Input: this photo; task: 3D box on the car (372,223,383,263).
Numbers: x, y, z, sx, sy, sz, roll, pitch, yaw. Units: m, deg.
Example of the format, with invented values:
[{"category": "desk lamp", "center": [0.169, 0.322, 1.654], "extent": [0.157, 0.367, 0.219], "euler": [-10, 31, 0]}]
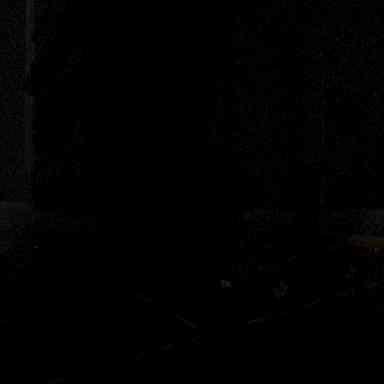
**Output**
[{"category": "car", "center": [6.967, 1.653, 11.626], "extent": [4.829, 1.417, 1.752], "euler": [1, -1, -36]}]

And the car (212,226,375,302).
[{"category": "car", "center": [2.514, 1.637, 8.448], "extent": [4.313, 1.339, 1.947], "euler": [1, -1, -36]}]
